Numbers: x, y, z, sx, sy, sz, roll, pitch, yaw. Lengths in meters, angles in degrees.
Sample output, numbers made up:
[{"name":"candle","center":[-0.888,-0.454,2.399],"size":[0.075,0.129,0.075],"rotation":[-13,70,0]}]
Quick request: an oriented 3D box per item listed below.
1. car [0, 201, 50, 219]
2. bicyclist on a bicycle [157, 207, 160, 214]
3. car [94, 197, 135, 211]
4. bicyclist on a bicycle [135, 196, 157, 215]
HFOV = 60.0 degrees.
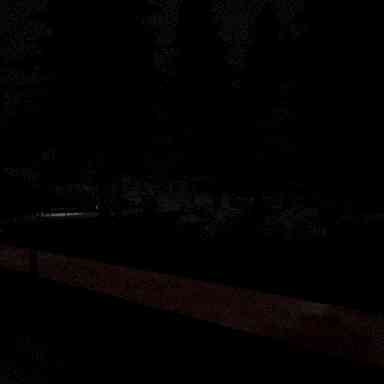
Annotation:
[{"name":"car","center":[-14.350,1.438,27.422],"size":[1.895,1.301,4.718],"rotation":[0,0,35]},{"name":"bicyclist on a bicycle","center":[-3.529,1.142,28.924],"size":[1.656,1.620,0.582],"rotation":[0,0,22]},{"name":"car","center":[-8.295,1.329,35.907],"size":[2.128,1.511,4.902],"rotation":[0,0,36]},{"name":"bicyclist on a bicycle","center":[-4.091,1.141,28.441],"size":[1.656,1.620,0.582],"rotation":[0,0,15]}]
